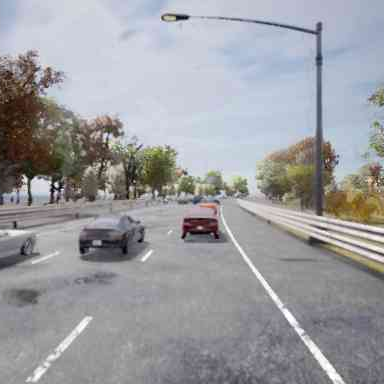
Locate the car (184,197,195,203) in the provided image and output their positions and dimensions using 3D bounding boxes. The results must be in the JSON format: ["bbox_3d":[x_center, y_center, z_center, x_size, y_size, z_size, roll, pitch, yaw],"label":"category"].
[{"bbox_3d":[-0.646,1.983,84.022,2.128,1.511,4.902,0,0,8],"label":"car"}]

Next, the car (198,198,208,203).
[{"bbox_3d":[2.829,2.057,83.593,1.895,1.301,4.718,0,0,8],"label":"car"}]

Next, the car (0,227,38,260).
[{"bbox_3d":[-6.844,1.655,10.521,1.895,1.301,4.718,0,0,2],"label":"car"}]

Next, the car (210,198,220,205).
[{"bbox_3d":[5.055,2.031,73.348,1.837,1.490,4.892,0,0,7],"label":"car"}]

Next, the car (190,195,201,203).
[{"bbox_3d":[1.481,1.743,72.945,2.150,2.045,5.566,0,0,7],"label":"car"}]

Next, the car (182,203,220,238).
[{"bbox_3d":[0.517,1.605,18.623,1.882,1.535,5.008,0,0,3],"label":"car"}]

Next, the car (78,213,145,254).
[{"bbox_3d":[-3.201,1.611,13.834,1.812,1.442,4.674,0,0,2],"label":"car"}]

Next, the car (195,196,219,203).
[{"bbox_3d":[1.761,1.619,38.451,2.097,1.767,4.553,0,0,4],"label":"car"}]

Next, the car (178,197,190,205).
[{"bbox_3d":[-1.951,2.042,73.716,2.128,1.511,4.902,0,0,7],"label":"car"}]
